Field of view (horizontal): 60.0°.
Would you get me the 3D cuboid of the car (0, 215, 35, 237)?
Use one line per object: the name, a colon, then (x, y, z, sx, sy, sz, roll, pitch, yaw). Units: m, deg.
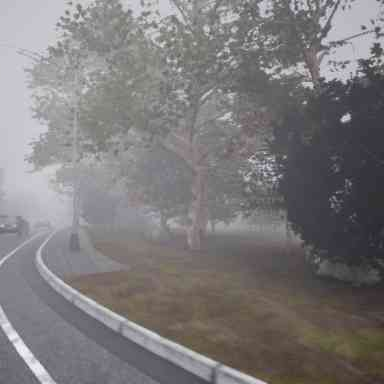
car: (-12.247, 2.263, 22.416, 2.033, 1.411, 5.357, 1, -4, -19)

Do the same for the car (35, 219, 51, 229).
car: (-21.262, 4.562, 47.438, 1.895, 1.301, 4.718, 1, -5, -19)

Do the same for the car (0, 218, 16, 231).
car: (-22.080, 3.800, 39.044, 1.994, 1.385, 4.181, 1, -5, -20)
